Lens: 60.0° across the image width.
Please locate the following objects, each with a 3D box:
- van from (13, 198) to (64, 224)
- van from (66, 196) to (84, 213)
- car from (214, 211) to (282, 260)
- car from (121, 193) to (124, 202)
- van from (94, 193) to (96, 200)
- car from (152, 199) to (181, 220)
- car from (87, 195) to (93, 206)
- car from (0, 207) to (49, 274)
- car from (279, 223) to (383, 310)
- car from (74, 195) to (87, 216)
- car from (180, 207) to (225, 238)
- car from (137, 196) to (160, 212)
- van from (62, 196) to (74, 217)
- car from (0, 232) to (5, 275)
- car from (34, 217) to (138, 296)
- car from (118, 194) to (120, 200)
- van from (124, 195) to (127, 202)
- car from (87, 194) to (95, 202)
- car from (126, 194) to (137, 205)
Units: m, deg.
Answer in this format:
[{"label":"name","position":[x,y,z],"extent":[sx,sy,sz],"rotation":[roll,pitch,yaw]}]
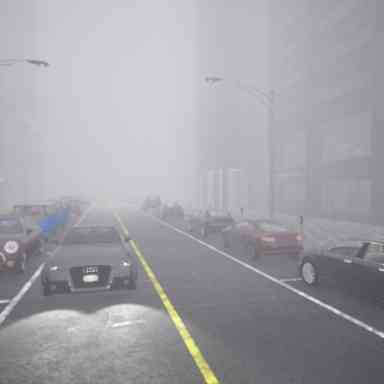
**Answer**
[{"label":"van","position":[-7.251,1.336,15.502],"extent":[1.690,1.788,3.998],"rotation":[0,0,-15]},{"label":"van","position":[-13.053,1.343,37.288],"extent":[1.690,1.788,3.998],"rotation":[0,0,-15]},{"label":"car","position":[2.434,1.588,12.265],"extent":[1.802,1.307,4.206],"rotation":[0,0,-15]},{"label":"car","position":[-14.973,1.490,77.622],"extent":[1.967,1.590,4.097],"rotation":[0,0,-15]},{"label":"van","position":[-23.208,1.379,75.416],"extent":[1.690,1.788,3.998],"rotation":[0,0,-15]},{"label":"car","position":[-1.918,1.554,28.604],"extent":[1.887,1.381,4.507],"rotation":[0,0,-15]},{"label":"car","position":[-17.405,1.559,53.629],"extent":[1.887,1.381,4.507],"rotation":[0,0,-15]},{"label":"car","position":[-5.800,1.434,10.056],"extent":[1.967,1.590,4.097],"rotation":[0,0,-15]},{"label":"car","position":[3.884,1.557,6.819],"extent":[2.008,1.369,4.403],"rotation":[0,0,-15]},{"label":"car","position":[-11.602,1.314,31.842],"extent":[2.192,1.841,5.009],"rotation":[0,0,-15]},{"label":"car","position":[0.983,1.557,17.712],"extent":[2.008,1.369,4.403],"rotation":[0,0,-15]},{"label":"car","position":[-4.819,1.329,39.496],"extent":[2.192,1.841,5.009],"rotation":[0,0,-15]},{"label":"van","position":[-8.701,1.337,20.949],"extent":[1.690,1.788,3.998],"rotation":[0,0,-15]},{"label":"car","position":[-4.349,1.560,4.609],"extent":[1.947,1.339,4.313],"rotation":[0,0,-15]},{"label":"car","position":[-2.570,1.562,8.646],"extent":[1.994,1.385,4.181],"rotation":[0,0,-15]},{"label":"car","position":[-17.874,1.613,88.515],"extent":[2.008,1.369,4.403],"rotation":[0,0,-15]},{"label":"van","position":[-12.072,1.378,66.728],"extent":[1.690,1.788,3.998],"rotation":[0,0,-15]},{"label":"car","position":[-20.306,1.591,64.523],"extent":[1.947,1.339,4.313],"rotation":[0,0,-15]},{"label":"car","position":[-10.665,1.557,61.447],"extent":[1.752,1.417,4.829],"rotation":[0,0,-15]}]
